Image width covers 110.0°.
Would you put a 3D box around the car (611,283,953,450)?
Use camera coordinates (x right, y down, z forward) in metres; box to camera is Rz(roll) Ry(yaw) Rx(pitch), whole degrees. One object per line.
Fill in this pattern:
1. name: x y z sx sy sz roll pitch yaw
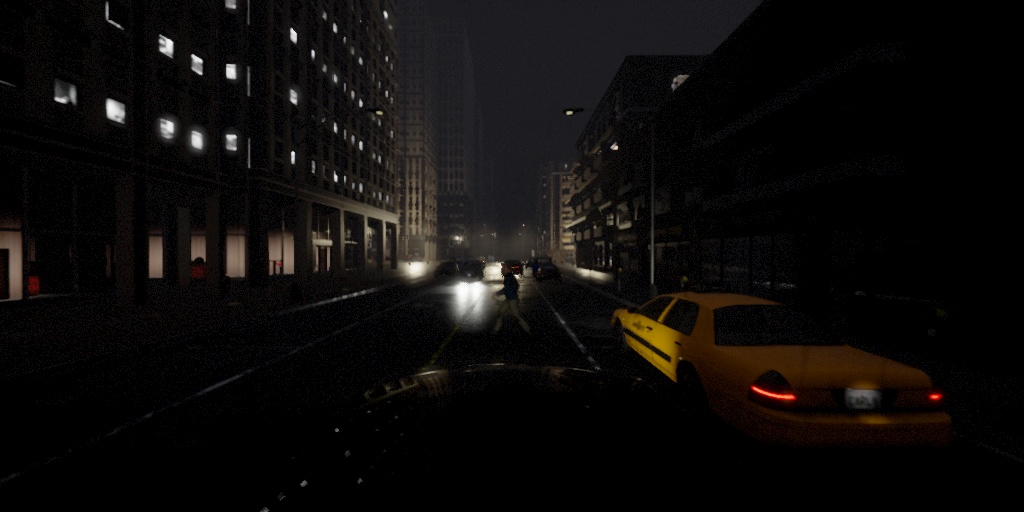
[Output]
1. car: 2.999 1.187 5.626 1.801 1.575 5.366 0 0 0

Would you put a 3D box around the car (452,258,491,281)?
1. car: -3.103 1.116 28.610 2.128 1.511 4.902 0 0 0

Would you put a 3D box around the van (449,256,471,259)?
1. van: -5.696 0.925 37.765 1.690 1.789 3.998 0 0 0

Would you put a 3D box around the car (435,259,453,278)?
1. car: -5.694 1.175 32.116 1.948 1.339 4.313 0 0 0

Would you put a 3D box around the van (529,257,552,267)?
1. van: 2.686 0.950 32.117 1.690 1.789 3.998 0 0 0

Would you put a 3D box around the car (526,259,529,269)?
1. car: 2.683 1.086 49.062 2.007 1.370 4.403 0 0 0

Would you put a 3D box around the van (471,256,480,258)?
1. van: -5.697 0.876 49.062 1.690 1.789 3.998 0 0 0

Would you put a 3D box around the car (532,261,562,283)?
1. car: 2.687 1.216 26.469 1.802 1.307 4.207 0 0 0

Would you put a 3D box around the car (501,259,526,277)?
1. car: 0.086 1.109 33.114 1.837 1.490 4.892 0 0 0

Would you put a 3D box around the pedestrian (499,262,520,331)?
1. pedestrian: -0.068 1.011 8.510 0.375 1.860 0.375 0 0 -2
